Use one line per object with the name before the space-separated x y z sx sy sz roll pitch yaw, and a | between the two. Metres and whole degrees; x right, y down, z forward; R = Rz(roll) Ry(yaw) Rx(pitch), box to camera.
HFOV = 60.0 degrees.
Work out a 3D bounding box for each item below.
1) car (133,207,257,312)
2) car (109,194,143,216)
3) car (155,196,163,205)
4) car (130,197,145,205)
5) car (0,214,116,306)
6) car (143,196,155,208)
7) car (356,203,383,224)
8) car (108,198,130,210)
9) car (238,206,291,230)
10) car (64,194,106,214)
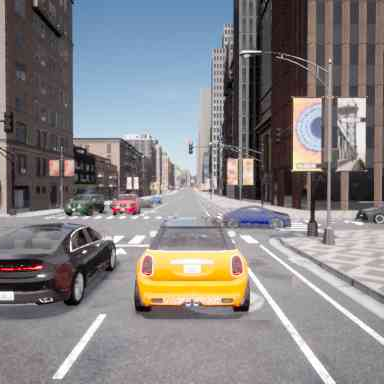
car | 0.009 1.351 7.878 2.097 1.767 4.553 0 0 0
car | -6.437 1.233 32.928 2.150 2.045 5.566 0 0 -3
car | -6.572 1.506 61.693 1.882 1.535 5.008 0 0 0
car | -9.827 1.593 60.223 1.994 1.385 4.181 0 0 1
car | -3.155 1.504 8.023 1.837 1.490 4.892 0 0 0
car | -6.605 1.586 45.471 1.994 1.385 4.181 0 0 0
car | 13.982 1.470 23.549 4.181 1.385 1.994 0 1 0
car | -9.849 1.586 45.344 1.994 1.385 4.181 0 0 1
car | 4.052 1.554 20.896 4.181 1.385 1.994 0 1 13
car | -10.197 1.234 32.216 2.150 2.045 5.566 0 0 6
